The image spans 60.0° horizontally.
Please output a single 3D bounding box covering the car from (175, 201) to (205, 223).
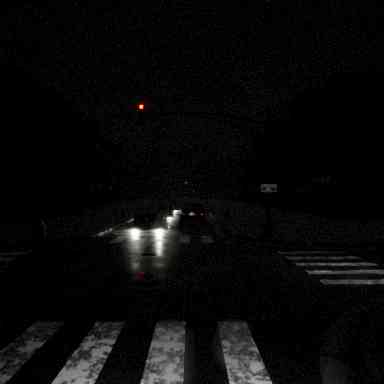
[{"bbox_3d":[0.023,1.562,25.255,2.033,1.411,5.357,0,0,0],"label":"car"}]

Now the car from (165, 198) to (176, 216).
[{"bbox_3d":[-2.905,1.498,33.408,1.882,1.535,5.008,0,0,0],"label":"car"}]

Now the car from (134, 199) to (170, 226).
[{"bbox_3d":[-2.893,1.491,23.939,1.882,1.535,5.008,0,0,0],"label":"car"}]
